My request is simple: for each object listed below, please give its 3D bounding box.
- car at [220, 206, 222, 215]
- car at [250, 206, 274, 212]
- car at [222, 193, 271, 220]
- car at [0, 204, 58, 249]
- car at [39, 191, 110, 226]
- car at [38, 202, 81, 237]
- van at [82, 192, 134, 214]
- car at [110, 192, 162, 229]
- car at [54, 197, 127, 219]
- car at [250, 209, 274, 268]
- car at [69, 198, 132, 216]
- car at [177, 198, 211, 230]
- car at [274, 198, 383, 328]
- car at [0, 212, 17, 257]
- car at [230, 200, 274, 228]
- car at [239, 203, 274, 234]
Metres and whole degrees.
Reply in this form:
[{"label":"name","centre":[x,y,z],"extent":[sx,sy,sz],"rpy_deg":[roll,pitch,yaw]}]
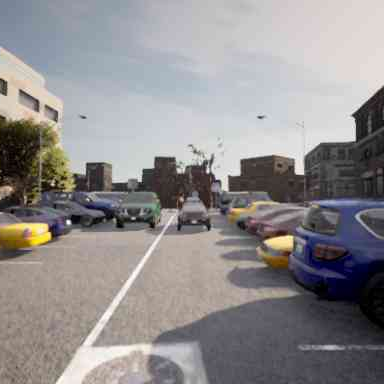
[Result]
[{"label":"car","centre":[4.679,1.213,25.840],"extent":[5.008,1.535,2.097],"rpy_deg":[0,0,0]},{"label":"car","centre":[4.675,1.394,11.884],"extent":[4.674,1.452,2.002],"rpy_deg":[0,1,0]},{"label":"car","centre":[4.643,1.112,23.049],"extent":[4.553,1.767,2.185],"rpy_deg":[0,0,0]},{"label":"car","centre":[-7.838,1.354,11.609],"extent":[5.366,1.575,1.946],"rpy_deg":[0,1,0]},{"label":"car","centre":[-7.627,0.989,22.780],"extent":[5.566,2.045,2.435],"rpy_deg":[0,1,0]},{"label":"car","centre":[-7.683,1.358,14.403],"extent":[4.792,1.488,2.163],"rpy_deg":[0,1,0]},{"label":"van","centre":[-7.775,0.995,31.137],"extent":[4.442,1.987,1.878],"rpy_deg":[0,0,0]},{"label":"car","centre":[-3.102,1.006,20.378],"extent":[2.150,2.045,5.566],"rpy_deg":[0,1,0]},{"label":"car","centre":[-7.656,1.216,25.517],"extent":[5.008,1.535,2.097],"rpy_deg":[0,1,0]},{"label":"car","centre":[4.493,1.382,8.968],"extent":[5.366,1.575,1.946],"rpy_deg":[0,1,0]},{"label":"car","centre":[-7.687,1.236,28.350],"extent":[4.792,1.488,2.163],"rpy_deg":[0,0,0]},{"label":"car","centre":[0.091,1.322,19.350],"extent":[1.812,1.442,4.674],"rpy_deg":[0,1,-1]},{"label":"car","centre":[4.707,1.161,6.300],"extent":[5.566,2.045,2.435],"rpy_deg":[0,1,0]},{"label":"car","centre":[-7.681,1.416,8.815],"extent":[4.792,1.488,2.163],"rpy_deg":[0,1,0]},{"label":"car","centre":[4.647,1.327,17.340],"extent":[4.792,1.488,2.163],"rpy_deg":[0,1,0]},{"label":"car","centre":[4.673,1.366,14.551],"extent":[4.674,1.452,2.002],"rpy_deg":[0,1,0]}]
